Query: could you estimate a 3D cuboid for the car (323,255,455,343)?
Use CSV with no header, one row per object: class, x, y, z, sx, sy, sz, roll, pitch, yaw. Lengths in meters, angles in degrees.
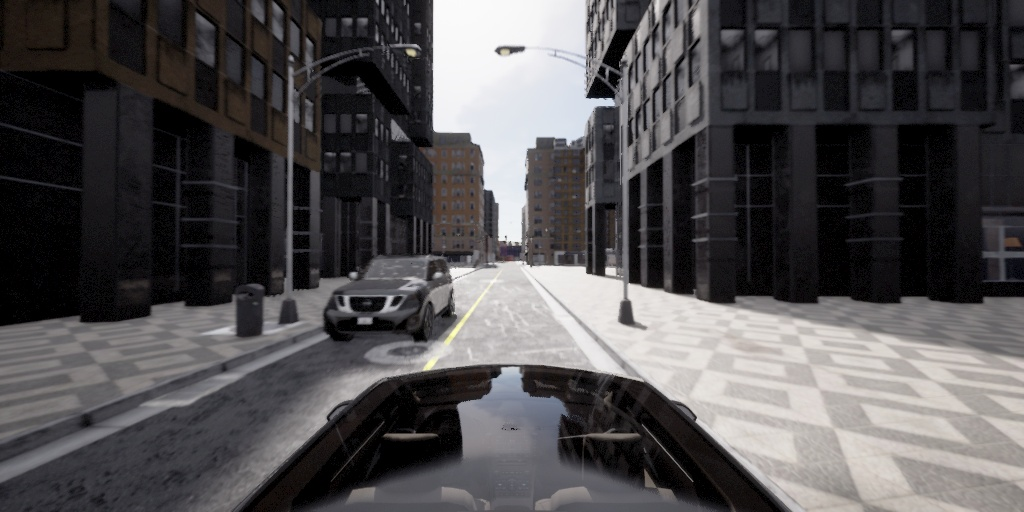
car,-3.001,0.976,10.084,2.150,2.045,5.566,0,0,0
